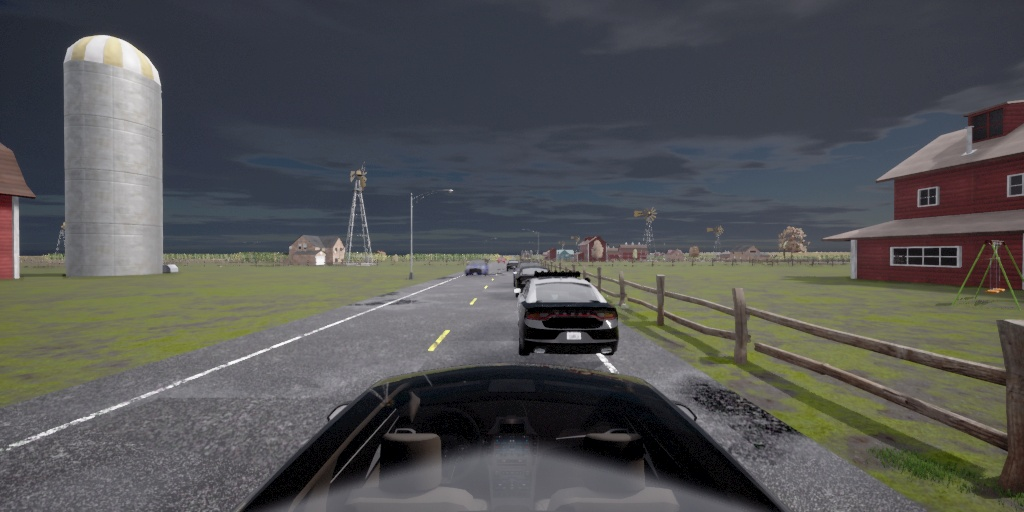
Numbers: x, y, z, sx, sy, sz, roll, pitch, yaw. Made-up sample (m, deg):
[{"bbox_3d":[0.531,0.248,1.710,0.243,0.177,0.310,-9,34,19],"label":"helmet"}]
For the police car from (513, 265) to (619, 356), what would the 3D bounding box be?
[{"bbox_3d":[1.079,1.175,8.771,1.930,1.638,5.238,0,0,0],"label":"police car"}]

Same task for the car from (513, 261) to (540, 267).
[{"bbox_3d":[1.116,1.231,18.662,1.882,1.535,5.008,0,0,0],"label":"car"}]

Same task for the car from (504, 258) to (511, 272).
[{"bbox_3d":[0.230,1.267,48.316,1.882,1.535,5.008,0,0,0],"label":"car"}]

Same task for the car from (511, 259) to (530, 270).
[{"bbox_3d":[1.137,1.109,24.633,2.097,1.767,4.553,0,0,0],"label":"car"}]

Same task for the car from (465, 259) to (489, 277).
[{"bbox_3d":[-3.469,1.122,36.172,2.097,1.767,4.553,0,0,0],"label":"car"}]
